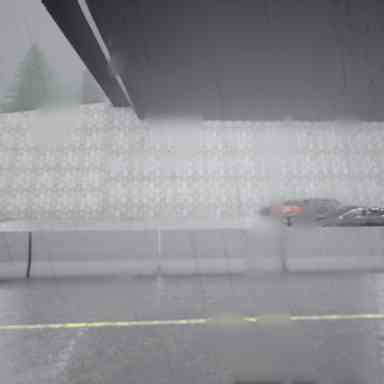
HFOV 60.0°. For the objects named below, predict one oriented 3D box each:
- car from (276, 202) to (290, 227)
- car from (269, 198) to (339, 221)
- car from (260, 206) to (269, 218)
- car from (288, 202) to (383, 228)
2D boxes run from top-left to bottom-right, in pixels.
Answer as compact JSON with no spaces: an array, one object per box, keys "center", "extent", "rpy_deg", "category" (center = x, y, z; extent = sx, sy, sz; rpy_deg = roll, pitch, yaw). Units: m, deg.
[{"center":[7.196,1.440,18.549],"extent":[4.181,1.385,1.994],"rpy_deg":[0,0,-4],"category":"car"},{"center":[7.807,1.209,22.095],"extent":[4.553,1.767,2.097],"rpy_deg":[0,0,-4],"category":"car"},{"center":[7.677,1.347,25.594],"extent":[4.892,1.490,1.837],"rpy_deg":[0,0,-4],"category":"car"},{"center":[7.227,1.382,15.043],"extent":[4.902,1.511,2.128],"rpy_deg":[0,0,-4],"category":"car"}]
